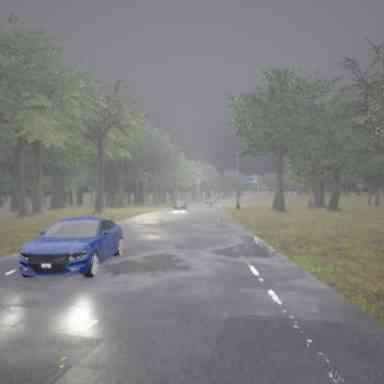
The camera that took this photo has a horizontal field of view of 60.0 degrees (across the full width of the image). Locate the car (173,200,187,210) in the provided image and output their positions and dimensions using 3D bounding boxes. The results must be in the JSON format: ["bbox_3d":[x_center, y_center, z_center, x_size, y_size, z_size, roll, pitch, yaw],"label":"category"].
[{"bbox_3d":[-1.844,2.057,52.429,2.128,1.511,4.902,0,-1,4],"label":"car"}]

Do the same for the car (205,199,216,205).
[{"bbox_3d":[4.292,2.580,83.851,1.895,1.301,4.718,0,-1,6],"label":"car"}]

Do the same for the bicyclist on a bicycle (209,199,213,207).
[{"bbox_3d":[3.547,2.204,64.368,0.866,1.612,1.509,0,-2,4],"label":"bicyclist on a bicycle"}]

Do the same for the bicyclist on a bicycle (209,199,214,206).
[{"bbox_3d":[4.283,2.351,73.033,0.866,1.612,1.509,0,-1,5],"label":"bicyclist on a bicycle"}]

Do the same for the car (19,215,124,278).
[{"bbox_3d":[-3.500,1.534,10.556,1.882,1.535,5.008,0,0,1],"label":"car"}]
